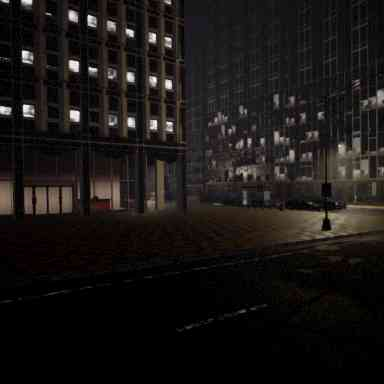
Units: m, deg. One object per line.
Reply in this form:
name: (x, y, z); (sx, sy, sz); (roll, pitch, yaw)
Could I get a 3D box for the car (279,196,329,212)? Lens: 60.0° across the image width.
car: (12.155, 1.422, 36.243); (1.947, 1.339, 4.313); (-1, 1, -34)

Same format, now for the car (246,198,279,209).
car: (8.951, 1.386, 40.941); (1.802, 1.307, 4.206); (-1, 1, -34)

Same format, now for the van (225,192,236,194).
van: (6.300, 0.853, 59.797); (1.690, 1.788, 3.998); (-1, 1, -34)

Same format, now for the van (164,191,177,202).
van: (-3.825, 0.936, 59.740); (1.690, 1.788, 3.998); (0, 1, -34)

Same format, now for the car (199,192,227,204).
car: (3.121, 1.195, 54.220); (1.994, 1.385, 4.181); (-1, 1, -34)

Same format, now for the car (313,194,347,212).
car: (14.811, 1.171, 37.163); (2.097, 1.767, 4.553); (-1, 1, -34)

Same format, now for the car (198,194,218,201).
car: (3.083, 1.041, 64.485); (1.802, 1.307, 4.206); (-1, 1, -34)

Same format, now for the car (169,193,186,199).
car: (-3.351, 0.934, 73.856); (1.802, 1.307, 4.206); (0, 1, -34)

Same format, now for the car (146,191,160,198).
car: (-9.787, 0.684, 83.224); (1.967, 1.590, 4.097); (0, 1, -34)

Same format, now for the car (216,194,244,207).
car: (5.782, 1.318, 45.658); (1.947, 1.339, 4.313); (-1, 1, -34)

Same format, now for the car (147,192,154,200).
car: (-10.260, 1.038, 69.113); (2.008, 1.369, 4.403); (0, 1, -34)
